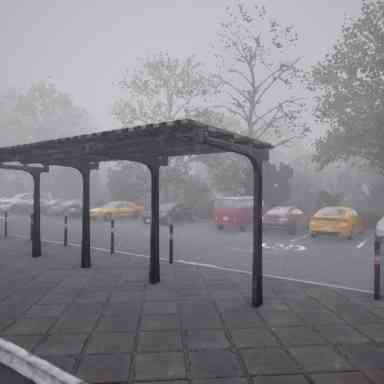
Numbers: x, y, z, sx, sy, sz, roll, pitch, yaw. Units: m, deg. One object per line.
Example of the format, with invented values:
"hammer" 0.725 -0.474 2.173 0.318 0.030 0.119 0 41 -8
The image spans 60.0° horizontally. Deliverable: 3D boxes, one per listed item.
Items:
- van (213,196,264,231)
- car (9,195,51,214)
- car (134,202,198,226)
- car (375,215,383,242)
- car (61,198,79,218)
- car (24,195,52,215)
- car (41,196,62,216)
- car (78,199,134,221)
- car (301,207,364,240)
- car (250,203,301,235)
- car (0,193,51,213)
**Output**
"van" 3.152 1.249 20.594 1.878 1.987 4.442 0 0 35
"car" -15.019 1.370 33.357 2.097 1.535 5.008 0 0 35
"car" -1.459 1.479 23.688 2.163 1.488 4.792 0 0 35
"car" 9.873 1.556 15.677 2.002 1.452 4.674 0 0 35
"car" -8.216 1.439 28.556 2.163 1.488 4.792 0 0 35
"car" -12.755 1.383 31.750 2.097 1.535 5.008 0 0 35
"car" -10.491 1.398 30.144 2.231 1.521 4.892 0 0 35
"car" -6.077 1.420 26.774 1.946 1.575 5.366 0 0 35
"car" 7.608 1.502 17.281 2.097 1.535 5.008 0 0 35
"car" 5.344 1.529 18.891 2.002 1.452 4.674 0 0 35
"car" -17.301 1.106 34.935 2.435 2.045 5.566 0 0 35
